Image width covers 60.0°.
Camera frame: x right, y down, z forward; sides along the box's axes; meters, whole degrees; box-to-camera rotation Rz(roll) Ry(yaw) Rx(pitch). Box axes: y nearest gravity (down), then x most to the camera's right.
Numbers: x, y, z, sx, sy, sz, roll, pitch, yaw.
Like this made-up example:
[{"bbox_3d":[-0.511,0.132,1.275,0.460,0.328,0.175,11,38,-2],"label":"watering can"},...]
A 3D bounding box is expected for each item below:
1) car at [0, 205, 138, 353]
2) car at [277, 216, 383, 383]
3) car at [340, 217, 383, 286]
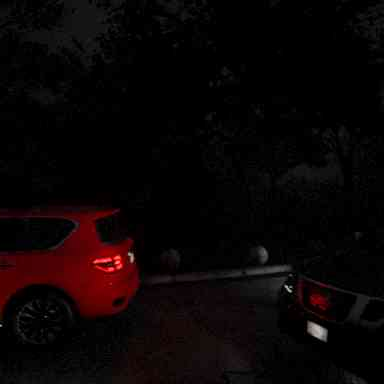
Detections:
[{"bbox_3d":[-3.731,1.269,5.621,5.566,2.045,2.150,-1,0,-4],"label":"car"},{"bbox_3d":[3.932,1.196,4.836,5.566,2.045,2.150,0,0,-23],"label":"car"},{"bbox_3d":[6.551,1.483,9.384,4.892,1.490,1.837,-1,0,-31],"label":"car"}]
